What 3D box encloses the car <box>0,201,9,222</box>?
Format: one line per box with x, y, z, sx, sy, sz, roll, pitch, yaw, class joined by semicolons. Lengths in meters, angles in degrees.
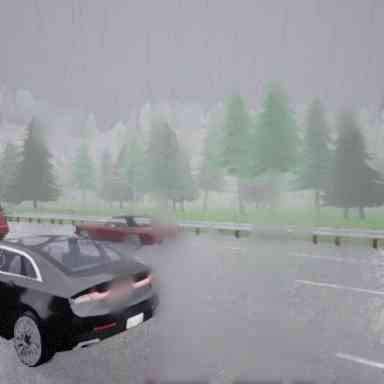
-10.509;1.285;14.839;5.566;2.045;2.150;0;0;31;car

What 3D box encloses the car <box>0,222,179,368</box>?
-2.773;1.509;5.779;4.902;1.511;2.128;0;0;34;car

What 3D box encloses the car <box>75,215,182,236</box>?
-2.879;1.628;14.233;4.718;1.301;1.895;0;0;33;car
